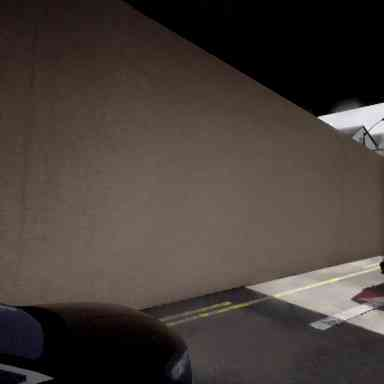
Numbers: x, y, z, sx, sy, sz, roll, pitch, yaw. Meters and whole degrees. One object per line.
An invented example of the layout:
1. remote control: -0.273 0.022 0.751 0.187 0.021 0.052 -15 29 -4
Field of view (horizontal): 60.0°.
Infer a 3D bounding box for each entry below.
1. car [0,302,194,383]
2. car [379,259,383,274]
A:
1. car: -2.223 1.492 2.235 4.902 1.511 2.128 0 0 -35
2. car: 6.998 1.548 8.748 5.357 1.411 2.033 0 0 -36
